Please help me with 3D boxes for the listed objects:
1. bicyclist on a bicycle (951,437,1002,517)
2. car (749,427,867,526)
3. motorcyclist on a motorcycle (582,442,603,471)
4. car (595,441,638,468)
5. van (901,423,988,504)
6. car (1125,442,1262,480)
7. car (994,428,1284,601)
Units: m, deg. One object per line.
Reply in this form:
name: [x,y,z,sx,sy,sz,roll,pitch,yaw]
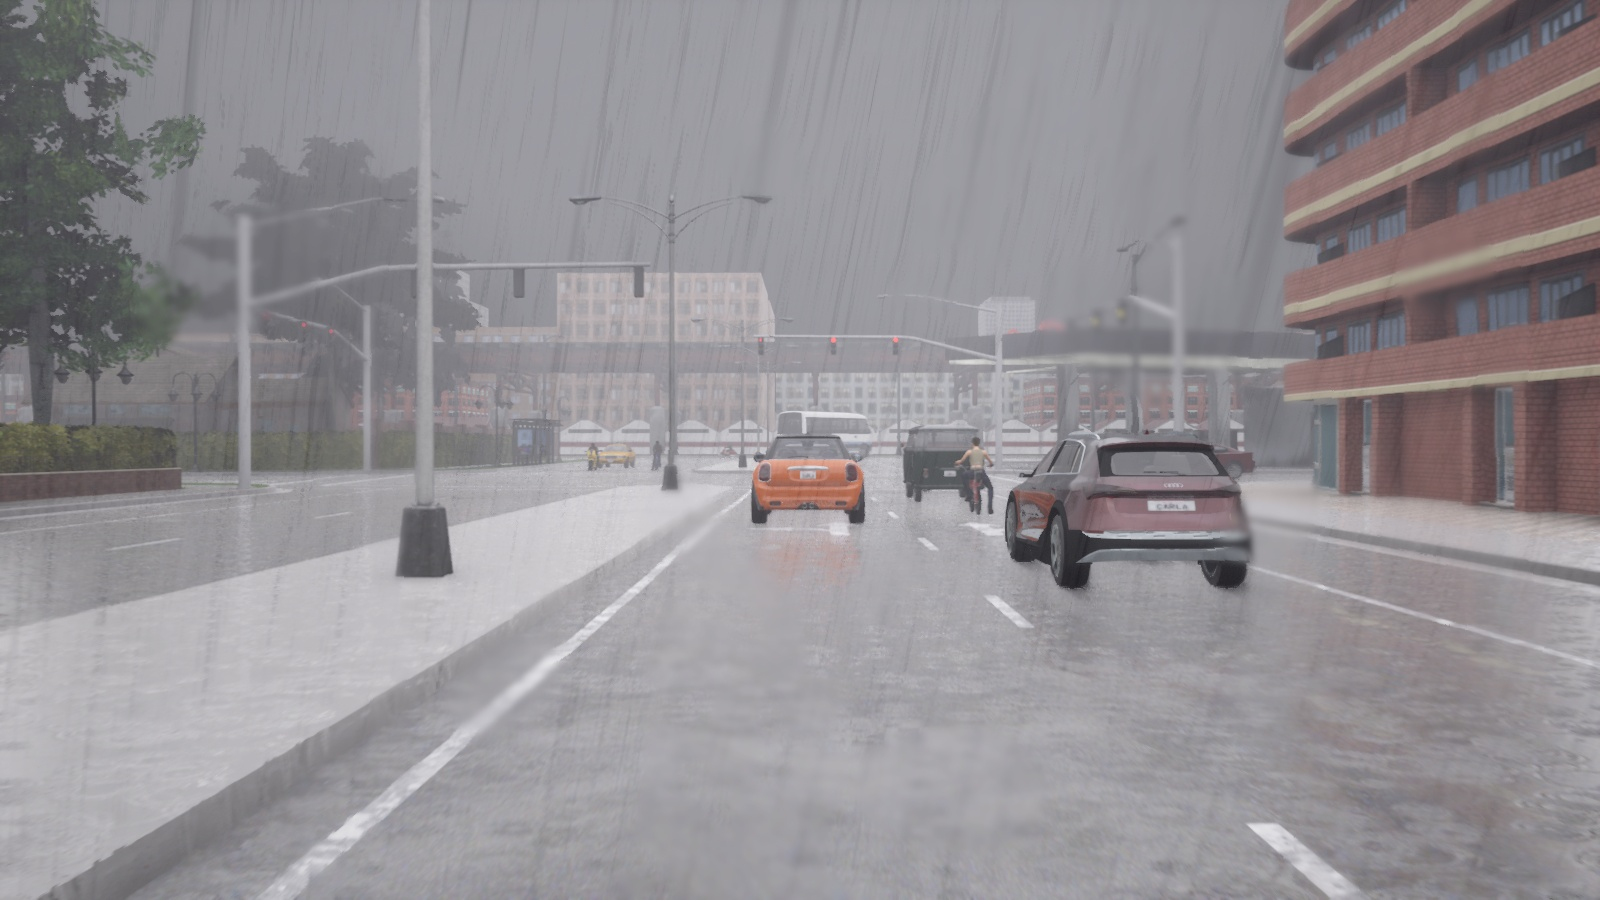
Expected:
bicyclist on a bicycle: [3.665,0.538,26.181,0.866,1.612,1.509,0,0,0]
car: [0.155,0.466,24.675,2.097,1.767,4.553,0,0,0]
motorcyclist on a motorcycle: [-11.119,0.340,67.441,0.797,1.523,2.044,0,0,0]
car: [-11.053,0.248,76.006,1.801,1.575,5.366,0,0,0]
van: [3.703,0.317,32.885,1.775,1.987,4.442,0,0,0]
car: [16.121,0.446,51.607,5.008,1.535,1.882,0,0,-2]
car: [3.597,0.598,14.375,2.033,1.649,4.856,0,0,0]
